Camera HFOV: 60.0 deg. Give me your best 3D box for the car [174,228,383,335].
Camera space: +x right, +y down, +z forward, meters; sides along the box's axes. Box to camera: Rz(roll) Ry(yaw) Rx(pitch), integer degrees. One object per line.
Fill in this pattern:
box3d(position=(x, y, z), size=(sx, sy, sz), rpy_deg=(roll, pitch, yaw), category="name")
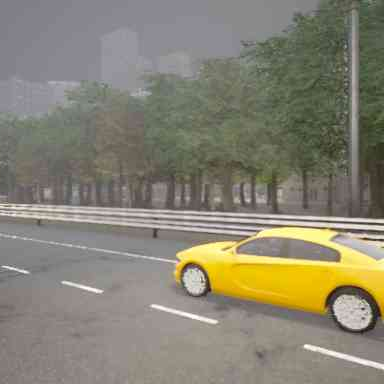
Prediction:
box3d(position=(1.892, 1.478, 6.822), size=(5.008, 1.535, 1.882), rpy_deg=(0, 0, 35), category="car")
